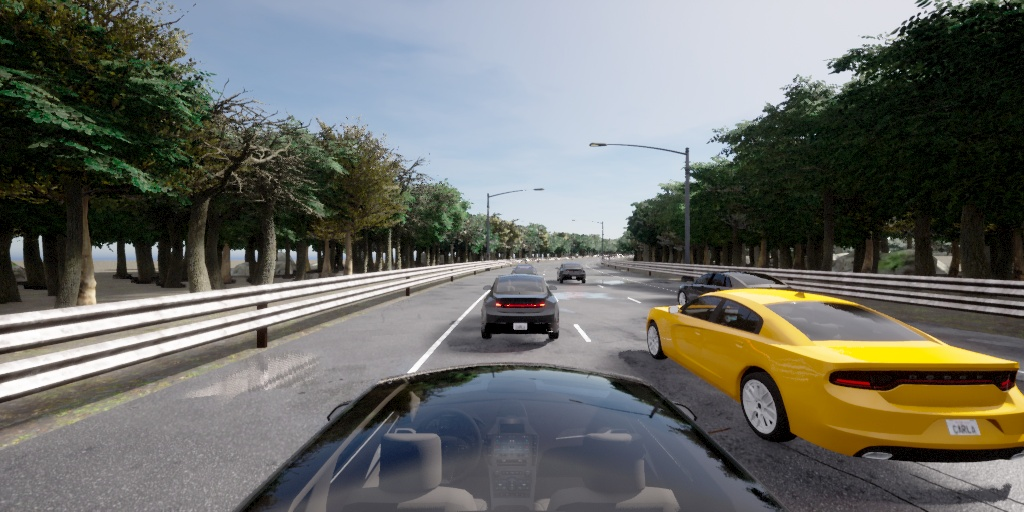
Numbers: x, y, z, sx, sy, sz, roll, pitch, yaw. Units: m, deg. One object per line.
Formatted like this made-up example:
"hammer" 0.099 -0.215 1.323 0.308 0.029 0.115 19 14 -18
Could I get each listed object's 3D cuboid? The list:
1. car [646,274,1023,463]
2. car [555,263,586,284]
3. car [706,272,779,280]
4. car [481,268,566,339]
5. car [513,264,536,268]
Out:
"car" 3.652 1.227 5.363 1.882 1.535 5.008 0 0 0
"car" 4.459 1.257 27.356 1.837 1.490 4.892 0 0 3
"car" 7.268 1.255 11.991 1.837 1.490 4.892 0 0 2
"car" 0.225 1.255 10.065 1.837 1.490 4.892 0 0 1
"car" 0.961 1.317 27.489 1.994 1.385 4.181 0 0 3
